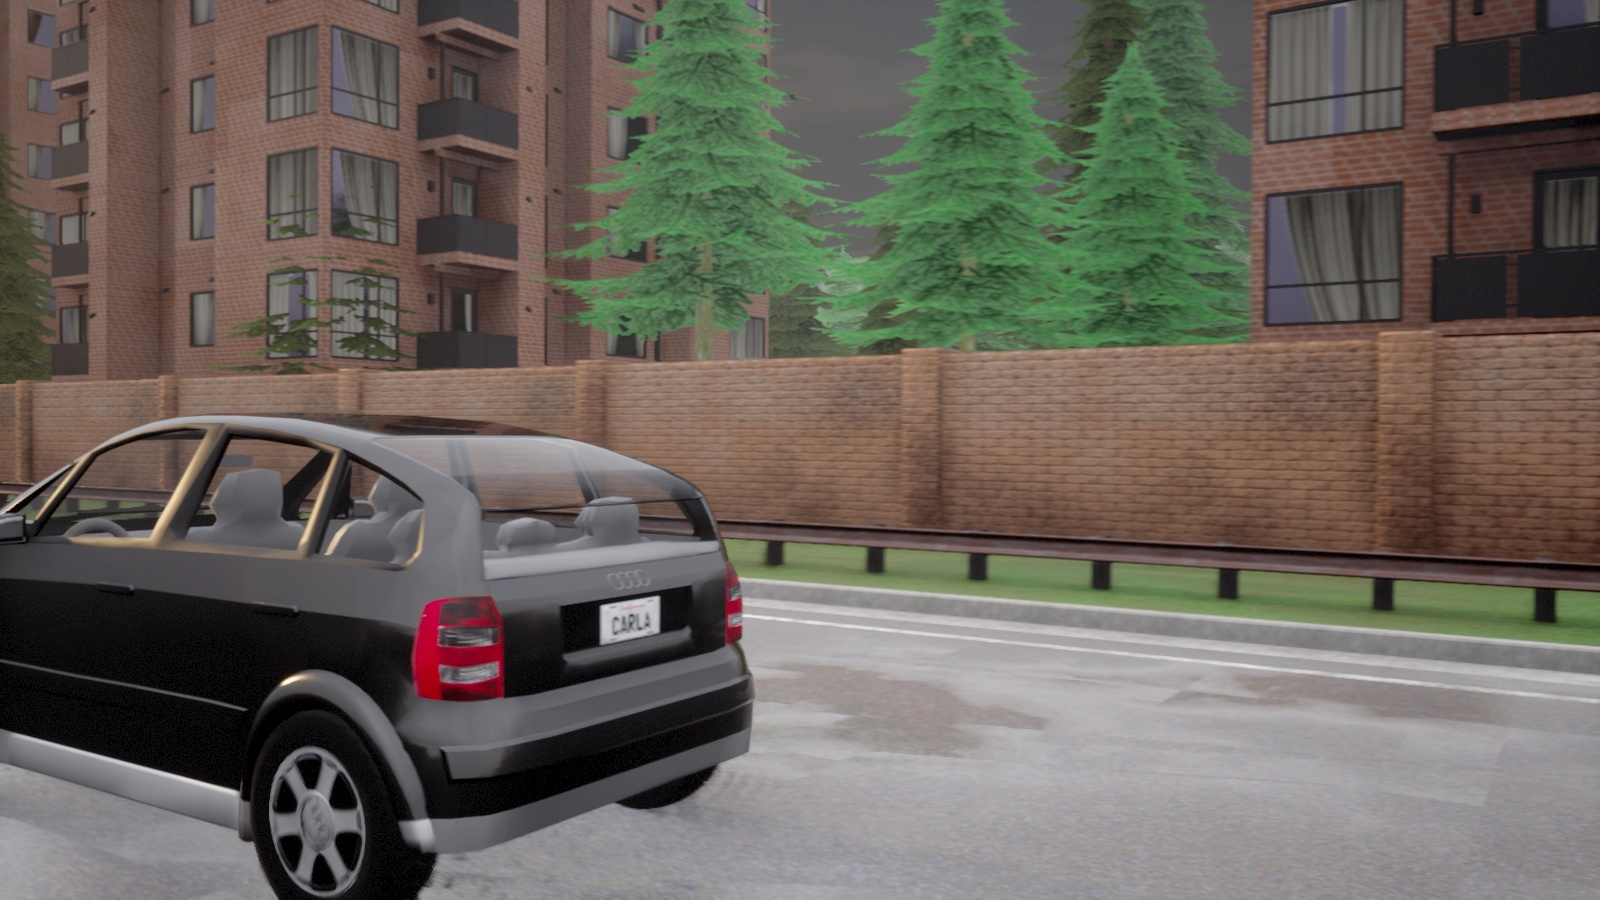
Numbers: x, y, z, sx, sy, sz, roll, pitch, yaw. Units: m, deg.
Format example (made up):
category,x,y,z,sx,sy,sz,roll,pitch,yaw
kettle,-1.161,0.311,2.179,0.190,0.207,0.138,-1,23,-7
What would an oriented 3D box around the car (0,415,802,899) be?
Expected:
category,x,y,z,sx,sy,sz,roll,pitch,yaw
car,-2.044,0.673,5.041,3.705,1.549,1.789,0,1,32
